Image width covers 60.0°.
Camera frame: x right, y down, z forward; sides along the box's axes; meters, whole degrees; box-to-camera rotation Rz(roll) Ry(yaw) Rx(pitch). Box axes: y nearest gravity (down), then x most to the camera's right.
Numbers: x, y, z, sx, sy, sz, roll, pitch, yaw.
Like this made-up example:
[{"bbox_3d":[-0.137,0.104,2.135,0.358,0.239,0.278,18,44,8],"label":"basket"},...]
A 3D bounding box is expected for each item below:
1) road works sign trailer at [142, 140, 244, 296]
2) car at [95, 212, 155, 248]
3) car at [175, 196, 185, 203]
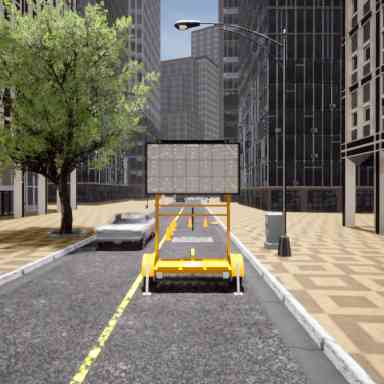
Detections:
[{"bbox_3d":[0.018,0.464,8.636,2.380,3.560,2.880,0,0,0],"label":"road works sign trailer"},{"bbox_3d":[-2.819,1.601,14.848,1.895,1.301,4.718,0,0,0],"label":"car"},{"bbox_3d":[-2.558,1.576,71.658,1.882,1.535,5.008,0,0,0],"label":"car"}]
